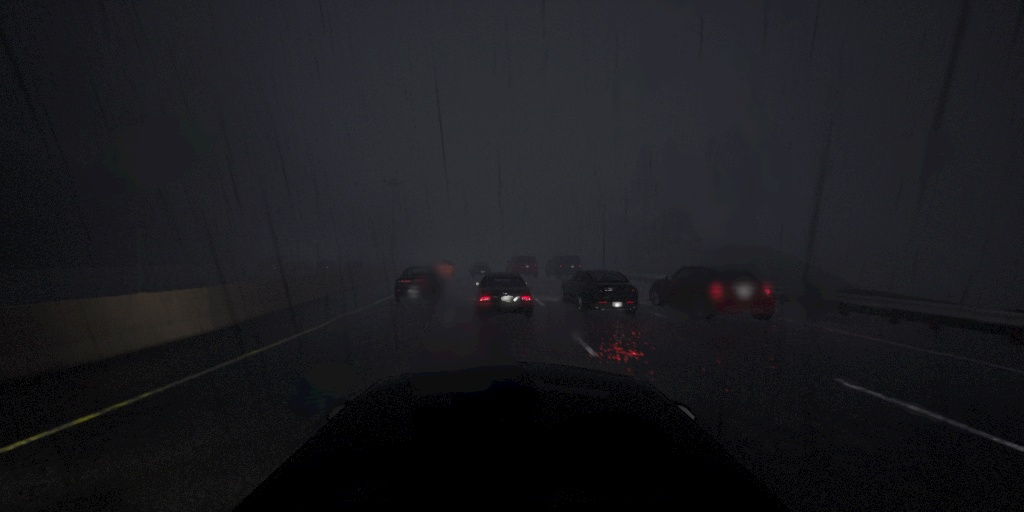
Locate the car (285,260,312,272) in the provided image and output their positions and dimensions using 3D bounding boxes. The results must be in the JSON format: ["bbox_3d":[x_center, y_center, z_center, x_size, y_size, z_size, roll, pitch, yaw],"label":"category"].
[{"bbox_3d":[-27.747,1.286,47.422,1.882,1.535,5.008,0,0,-16],"label":"car"}]

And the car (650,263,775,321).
[{"bbox_3d":[6.654,1.087,12.549,2.097,1.767,4.553,0,0,-3],"label":"car"}]

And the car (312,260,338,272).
[{"bbox_3d":[-23.780,1.307,46.208,1.837,1.490,4.892,0,-1,-15],"label":"car"}]

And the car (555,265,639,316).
[{"bbox_3d":[3.097,1.248,13.483,1.837,1.490,4.892,0,0,-4],"label":"car"}]

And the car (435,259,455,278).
[{"bbox_3d":[-6.600,1.115,34.529,2.097,1.767,4.553,0,0,-10],"label":"car"}]

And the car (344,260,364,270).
[{"bbox_3d":[-19.943,1.294,45.367,1.837,1.490,4.892,0,1,-15],"label":"car"}]

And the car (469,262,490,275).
[{"bbox_3d":[-3.137,1.281,35.093,1.812,1.442,4.674,0,0,-10],"label":"car"}]

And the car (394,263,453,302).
[{"bbox_3d":[-4.183,1.250,16.913,2.128,1.511,4.902,0,0,-5],"label":"car"}]

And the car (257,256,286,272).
[{"bbox_3d":[-31.286,1.036,47.113,2.150,2.045,5.566,0,0,-16],"label":"car"}]

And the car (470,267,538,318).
[{"bbox_3d":[-0.343,1.298,13.010,2.033,1.411,5.357,0,0,-4],"label":"car"}]

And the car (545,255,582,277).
[{"bbox_3d":[4.536,0.960,31.917,2.150,2.045,5.566,0,0,-9],"label":"car"}]

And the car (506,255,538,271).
[{"bbox_3d":[0.863,0.968,32.733,2.150,2.045,5.566,0,0,-9],"label":"car"}]
